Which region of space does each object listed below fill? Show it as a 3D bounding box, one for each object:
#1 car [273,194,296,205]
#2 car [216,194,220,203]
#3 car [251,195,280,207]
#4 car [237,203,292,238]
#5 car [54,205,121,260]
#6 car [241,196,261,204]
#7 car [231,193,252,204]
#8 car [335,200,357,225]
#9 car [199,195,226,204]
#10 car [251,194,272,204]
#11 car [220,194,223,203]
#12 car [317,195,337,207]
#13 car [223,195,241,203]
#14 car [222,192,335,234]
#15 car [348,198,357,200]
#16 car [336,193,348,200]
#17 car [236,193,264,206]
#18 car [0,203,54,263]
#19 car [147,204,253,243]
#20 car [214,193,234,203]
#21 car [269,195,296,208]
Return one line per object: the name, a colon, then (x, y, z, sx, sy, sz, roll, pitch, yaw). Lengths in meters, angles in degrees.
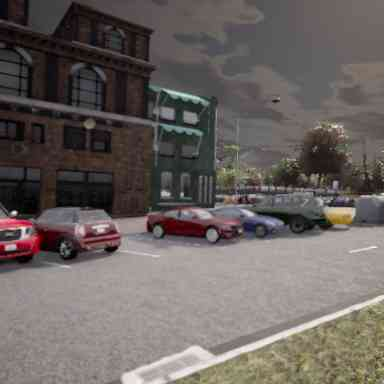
car: (18.007, 1.464, 64.544, 2.435, 2.045, 5.566, 1, -2, 35)
car: (5.171, 1.182, 53.350, 2.231, 1.521, 4.892, 0, -1, 35)
car: (10.220, 1.180, 46.056, 2.231, 1.521, 4.892, 0, -1, 35)
car: (2.538, 1.520, 17.727, 4.674, 1.452, 2.002, -1, -1, 35)
car: (-4.826, 1.345, 12.478, 4.553, 1.767, 2.185, -1, -1, 35)
car: (12.831, 1.718, 72.014, 2.231, 1.521, 4.892, 1, -2, 35)
car: (11.112, 1.466, 74.481, 2.435, 2.045, 5.566, 1, -2, 35)
car: (7.316, 1.464, 21.320, 5.366, 1.575, 1.946, -1, 0, 35)
car: (3.473, 1.211, 55.761, 2.163, 1.488, 4.792, 1, -1, 35)
car: (14.597, 1.467, 69.562, 2.435, 2.045, 5.566, 1, -2, 35)
car: (6.954, 1.180, 51.078, 1.946, 1.575, 5.366, 0, -1, 35)
car: (23.201, 1.590, 57.137, 2.185, 1.767, 4.553, 1, -2, 35)
car: (9.300, 1.708, 76.830, 1.946, 1.575, 5.366, 1, -2, 35)
car: (4.973, 1.224, 19.482, 5.566, 2.045, 2.435, -1, 0, 35)
car: (26.624, 1.714, 52.145, 2.231, 1.521, 4.892, 1, -2, 35)
car: (24.882, 1.586, 54.606, 2.185, 1.767, 4.553, 1, -2, 35)
car: (8.521, 1.054, 48.468, 2.185, 1.767, 4.553, 0, -1, 35)
car: (-7.275, 1.215, 10.751, 5.566, 2.045, 2.435, -1, -1, 35)
car: (0.066, 1.479, 15.984, 5.008, 1.535, 2.097, -1, -1, 35)
car: (7.708, 1.470, 79.499, 2.435, 2.045, 5.566, 1, -2, 35)
car: (11.908, 1.218, 43.627, 2.002, 1.452, 4.674, 1, 0, 35)
